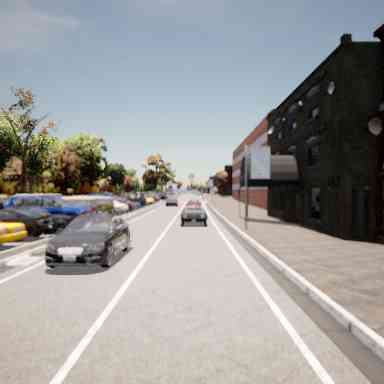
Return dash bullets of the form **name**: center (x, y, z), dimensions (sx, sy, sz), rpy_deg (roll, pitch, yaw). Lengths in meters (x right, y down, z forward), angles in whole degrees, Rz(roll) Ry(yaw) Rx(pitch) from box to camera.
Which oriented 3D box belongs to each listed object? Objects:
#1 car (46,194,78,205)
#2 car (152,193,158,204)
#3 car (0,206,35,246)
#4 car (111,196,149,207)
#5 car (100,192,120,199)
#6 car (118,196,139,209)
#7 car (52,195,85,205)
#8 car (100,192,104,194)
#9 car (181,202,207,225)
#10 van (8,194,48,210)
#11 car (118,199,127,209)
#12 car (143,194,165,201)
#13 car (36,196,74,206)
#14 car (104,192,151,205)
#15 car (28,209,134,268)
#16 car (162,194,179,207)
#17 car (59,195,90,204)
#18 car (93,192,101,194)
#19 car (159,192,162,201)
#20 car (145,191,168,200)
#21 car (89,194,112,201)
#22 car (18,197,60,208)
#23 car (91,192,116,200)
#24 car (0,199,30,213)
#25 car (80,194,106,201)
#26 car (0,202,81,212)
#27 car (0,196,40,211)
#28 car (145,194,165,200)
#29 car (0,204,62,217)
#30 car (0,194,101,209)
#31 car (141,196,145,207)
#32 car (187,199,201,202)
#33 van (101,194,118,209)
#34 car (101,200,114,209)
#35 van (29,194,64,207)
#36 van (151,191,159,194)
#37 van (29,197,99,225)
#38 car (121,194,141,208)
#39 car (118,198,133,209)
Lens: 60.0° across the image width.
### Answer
- **car**: center (-21.690, 1.295, 55.590), dimensions (4.553, 1.767, 2.185), rpy_deg (0, 1, 0)
- **car**: center (-8.905, 1.417, 55.706), dimensions (5.366, 1.575, 1.946), rpy_deg (0, 1, 0)
- **car**: center (-9.534, 1.488, 13.304), dimensions (5.366, 1.575, 1.946), rpy_deg (0, 0, 0)
- **car**: center (-9.310, 1.470, 50.057), dimensions (5.366, 1.575, 1.946), rpy_deg (0, 1, 0)
- **car**: center (-21.411, 0.981, 86.781), dimensions (4.553, 1.767, 2.185), rpy_deg (0, 0, 0)
- **car**: center (-9.188, 1.578, 38.754), dimensions (5.008, 1.535, 2.097), rpy_deg (0, 1, 0)
- **car**: center (-21.637, 1.394, 58.415), dimensions (5.008, 1.535, 2.097), rpy_deg (0, 1, 0)
- **car**: center (-21.568, 1.287, 69.833), dimensions (5.008, 1.535, 2.097), rpy_deg (0, 1, 0)
- **car**: center (0.150, 1.711, 25.116), dimensions (1.895, 1.301, 4.718), rpy_deg (0, 0, 0)
- **van**: center (-21.847, 1.299, 44.420), dimensions (4.442, 1.987, 1.878), rpy_deg (0, 1, 0)
- **car**: center (-9.231, 1.667, 33.095), dimensions (4.674, 1.452, 2.002), rpy_deg (0, 1, 0)
- **car**: center (-8.947, 1.206, 78.311), dimensions (5.008, 1.535, 2.097), rpy_deg (0, 1, 0)
- **car**: center (-21.682, 1.447, 52.768), dimensions (5.008, 1.535, 2.097), rpy_deg (0, 1, 0)
- **car**: center (-9.170, 1.248, 47.228), dimensions (5.566, 2.045, 2.435), rpy_deg (0, 1, 0)
- **car**: center (-3.340, 1.549, 11.521), dimensions (2.128, 1.511, 4.902), rpy_deg (0, 0, 0)
- **car**: center (-3.083, 1.546, 51.939), dimensions (2.033, 1.411, 5.357), rpy_deg (0, 0, 1)
- **car**: center (-21.629, 1.368, 61.238), dimensions (5.008, 1.535, 2.097), rpy_deg (0, 1, 0)
- **car**: center (-21.585, 1.314, 67.010), dimensions (5.008, 1.535, 2.097), rpy_deg (0, 1, 0)
- **car**: center (-8.992, 1.344, 67.010), dimensions (4.792, 1.488, 2.163), rpy_deg (0, 1, 0)
- **car**: center (-8.890, 0.895, 83.961), dimensions (5.566, 2.045, 2.435), rpy_deg (0, 1, 0)
- **car**: center (-21.532, 1.206, 78.303), dimensions (4.892, 1.521, 2.231), rpy_deg (0, 1, 0)
- **car**: center (-21.717, 1.500, 47.246), dimensions (4.892, 1.521, 2.231), rpy_deg (0, 1, 0)
- **car**: center (-21.481, 0.926, 81.001), dimensions (5.566, 2.045, 2.435), rpy_deg (0, 1, 0)
- **car**: center (-21.797, 1.607, 38.777), dimensions (4.792, 1.488, 2.163), rpy_deg (0, 1, 0)
- **car**: center (-21.552, 1.262, 72.657), dimensions (4.892, 1.521, 2.231), rpy_deg (0, 1, 0)
- **car**: center (-9.319, 1.538, 18.954), dimensions (5.008, 1.535, 2.097), rpy_deg (0, 0, 0)
- **car**: center (-21.717, 1.427, 41.473), dimensions (4.553, 1.767, 2.185), rpy_deg (0, 1, 0)
- **car**: center (-8.933, 1.216, 81.139), dimensions (4.674, 1.452, 2.002), rpy_deg (0, 1, 0)
- **car**: center (-9.326, 1.514, 16.129), dimensions (5.008, 1.535, 2.097), rpy_deg (0, 0, 0)
- **car**: center (-9.269, 1.310, 21.781), dimensions (5.566, 2.045, 2.435), rpy_deg (0, 0, 0)
- **car**: center (-9.162, 1.566, 44.406), dimensions (4.674, 1.452, 2.002), rpy_deg (0, 1, 0)
- **car**: center (0.257, 1.633, 42.315), dimensions (1.994, 1.385, 4.181), rpy_deg (0, 0, 0)
- **van**: center (-9.363, 1.401, 30.138), dimensions (4.442, 1.987, 1.878), rpy_deg (0, 0, 0)
- **car**: center (-9.265, 1.648, 27.430), dimensions (4.674, 1.452, 2.002), rpy_deg (0, 0, 0)
- **van**: center (-21.809, 1.246, 50.070), dimensions (4.442, 1.987, 1.878), rpy_deg (0, 0, 0)
- **van**: center (-9.155, 1.115, 64.183), dimensions (4.442, 1.987, 1.878), rpy_deg (0, 1, 0)
- **van**: center (-9.396, 1.359, 24.607), dimensions (4.442, 1.987, 1.878), rpy_deg (0, 0, 0)
- **car**: center (-9.208, 1.427, 41.579), dimensions (4.553, 1.767, 2.185), rpy_deg (0, 1, 0)
- **car**: center (-9.208, 1.645, 35.929), dimensions (4.674, 1.452, 2.002), rpy_deg (0, 1, 0)
